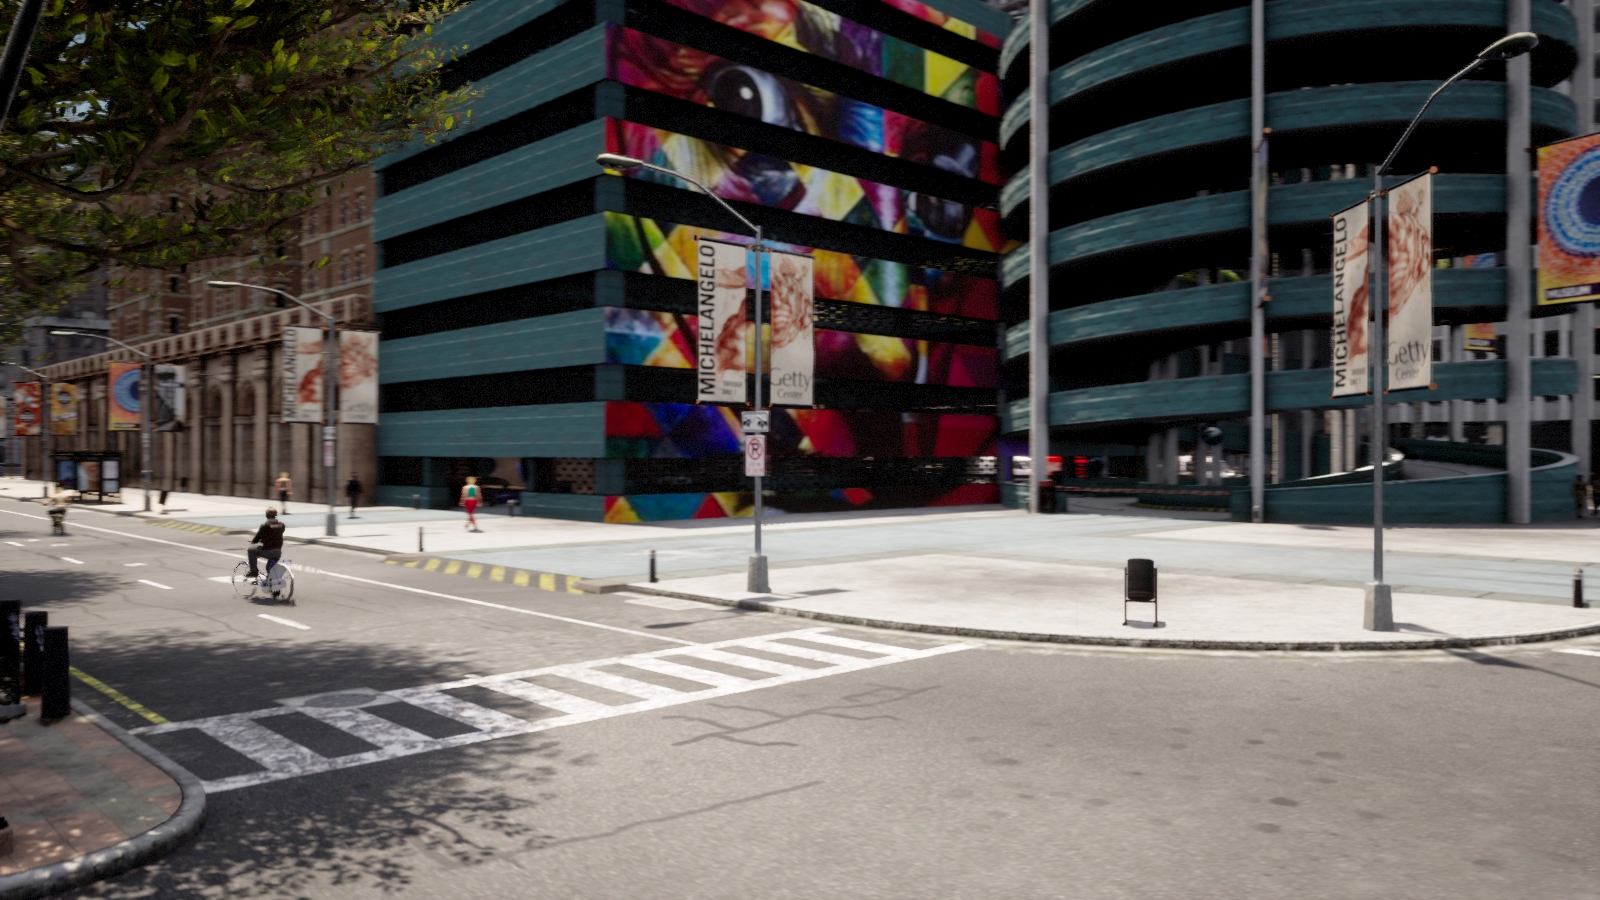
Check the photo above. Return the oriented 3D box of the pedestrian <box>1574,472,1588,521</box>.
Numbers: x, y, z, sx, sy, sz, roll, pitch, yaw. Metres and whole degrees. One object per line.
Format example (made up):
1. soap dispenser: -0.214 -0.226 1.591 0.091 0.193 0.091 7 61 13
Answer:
1. pedestrian: 30.338 1.800 44.391 0.375 1.860 0.375 0 0 44

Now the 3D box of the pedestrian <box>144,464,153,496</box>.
1. pedestrian: -38.487 1.769 67.515 0.375 1.860 0.375 0 0 -43

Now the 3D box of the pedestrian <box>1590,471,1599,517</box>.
1. pedestrian: 32.654 1.806 46.829 0.375 1.860 0.375 0 0 43

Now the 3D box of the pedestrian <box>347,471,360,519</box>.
1. pedestrian: -17.565 1.753 44.919 0.375 1.860 0.375 0 0 -42

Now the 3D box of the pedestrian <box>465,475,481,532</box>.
1. pedestrian: -10.704 1.747 37.441 0.375 1.860 0.375 0 0 -40

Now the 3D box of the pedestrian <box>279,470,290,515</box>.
1. pedestrian: -21.545 1.753 47.739 0.375 1.860 0.375 0 0 -33
